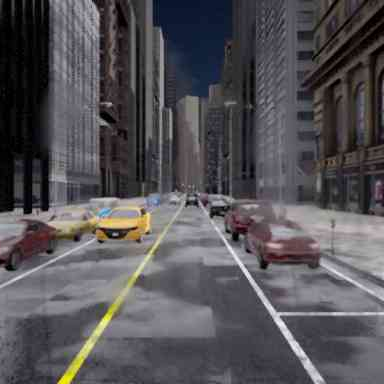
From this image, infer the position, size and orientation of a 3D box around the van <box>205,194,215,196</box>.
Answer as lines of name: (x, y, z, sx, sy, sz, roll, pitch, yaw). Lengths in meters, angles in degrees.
van: (2.755, 1.264, 38.834, 1.690, 1.788, 3.998, 0, 0, 0)

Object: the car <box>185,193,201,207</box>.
car: (0.005, 1.384, 47.821, 1.882, 1.535, 5.008, 0, 0, 0)

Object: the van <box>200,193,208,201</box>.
van: (2.746, 1.196, 78.098, 1.690, 1.788, 3.998, 0, 0, 0)

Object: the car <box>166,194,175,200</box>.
car: (-5.781, 1.277, 89.307, 1.967, 1.590, 4.097, 0, 0, 0)

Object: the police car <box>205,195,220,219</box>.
police car: (2.360, 1.367, 28.287, 1.930, 1.638, 5.238, 0, 0, 0)

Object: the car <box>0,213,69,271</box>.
car: (-5.764, 1.559, 10.774, 1.802, 1.307, 4.206, 0, 0, 0)

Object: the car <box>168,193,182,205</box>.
car: (-3.058, 1.414, 58.077, 1.812, 1.442, 4.674, 0, 0, 0)

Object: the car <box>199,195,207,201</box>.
car: (2.745, 1.390, 83.707, 1.887, 1.381, 4.507, 0, 0, 0)

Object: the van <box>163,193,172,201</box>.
van: (-5.779, 1.196, 78.088, 1.690, 1.788, 3.998, 0, 0, 0)

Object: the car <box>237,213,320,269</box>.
car: (2.761, 1.559, 10.789, 1.802, 1.307, 4.206, 0, 0, 0)

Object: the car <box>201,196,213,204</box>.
car: (2.750, 1.427, 61.271, 1.887, 1.381, 4.507, 0, 0, 0)

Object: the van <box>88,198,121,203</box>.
van: (-5.766, 1.296, 21.993, 1.690, 1.788, 3.998, 0, 0, 0)

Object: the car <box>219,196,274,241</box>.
car: (2.760, 1.280, 16.397, 2.192, 1.841, 5.009, 0, 0, 0)

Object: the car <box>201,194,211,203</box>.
car: (2.749, 1.313, 66.880, 1.967, 1.590, 4.097, 0, 0, 0)

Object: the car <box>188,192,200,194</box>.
car: (-0.014, 1.105, 65.751, 2.150, 2.045, 5.566, 0, 0, 0)

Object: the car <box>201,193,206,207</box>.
car: (2.753, 1.217, 50.052, 2.192, 1.841, 5.009, 0, 0, 0)

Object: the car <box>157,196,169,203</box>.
car: (-5.776, 1.424, 66.869, 2.008, 1.369, 4.403, 0, 0, 0)

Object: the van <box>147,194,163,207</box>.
van: (-5.773, 1.243, 50.040, 1.690, 1.788, 3.998, 0, 0, 0)

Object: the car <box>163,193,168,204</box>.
car: (-5.774, 1.208, 55.649, 2.192, 1.841, 5.009, 0, 0, 0)

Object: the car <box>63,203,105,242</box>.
car: (-5.765, 1.491, 16.214, 1.752, 1.417, 4.829, 0, 0, 0)

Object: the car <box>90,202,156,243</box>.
car: (-3.103, 1.444, 15.987, 1.882, 1.535, 5.008, 0, 0, 0)
